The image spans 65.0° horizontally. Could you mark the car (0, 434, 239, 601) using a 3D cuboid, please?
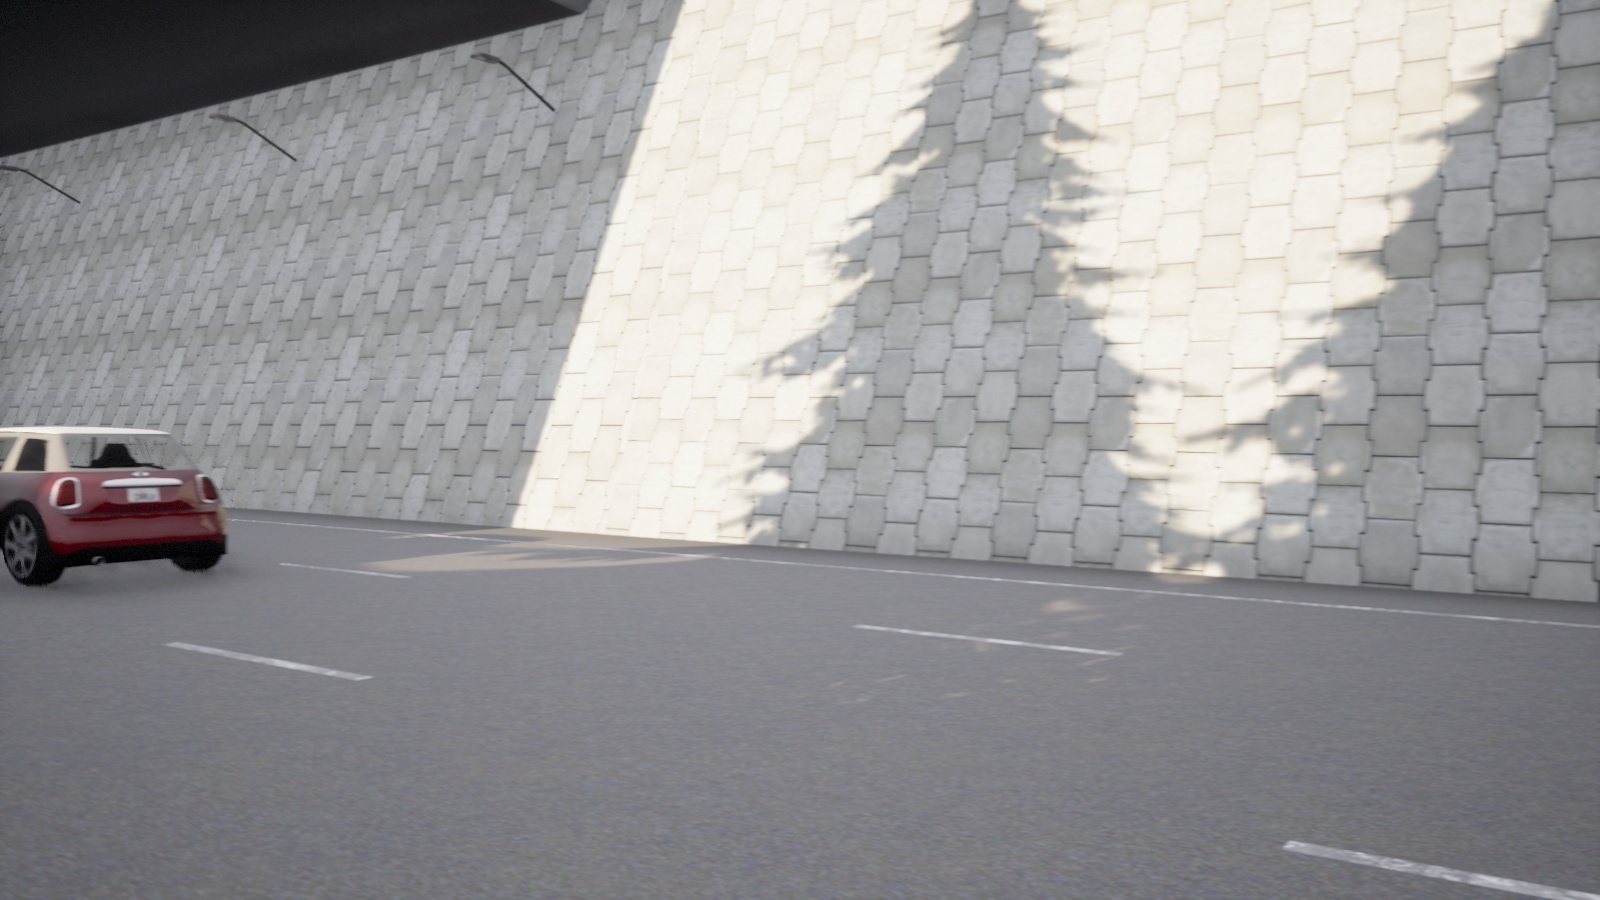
[{"bbox_3d":[-7.874,0.591,13.056,3.806,1.475,1.970,0,1,34],"label":"car"}]
